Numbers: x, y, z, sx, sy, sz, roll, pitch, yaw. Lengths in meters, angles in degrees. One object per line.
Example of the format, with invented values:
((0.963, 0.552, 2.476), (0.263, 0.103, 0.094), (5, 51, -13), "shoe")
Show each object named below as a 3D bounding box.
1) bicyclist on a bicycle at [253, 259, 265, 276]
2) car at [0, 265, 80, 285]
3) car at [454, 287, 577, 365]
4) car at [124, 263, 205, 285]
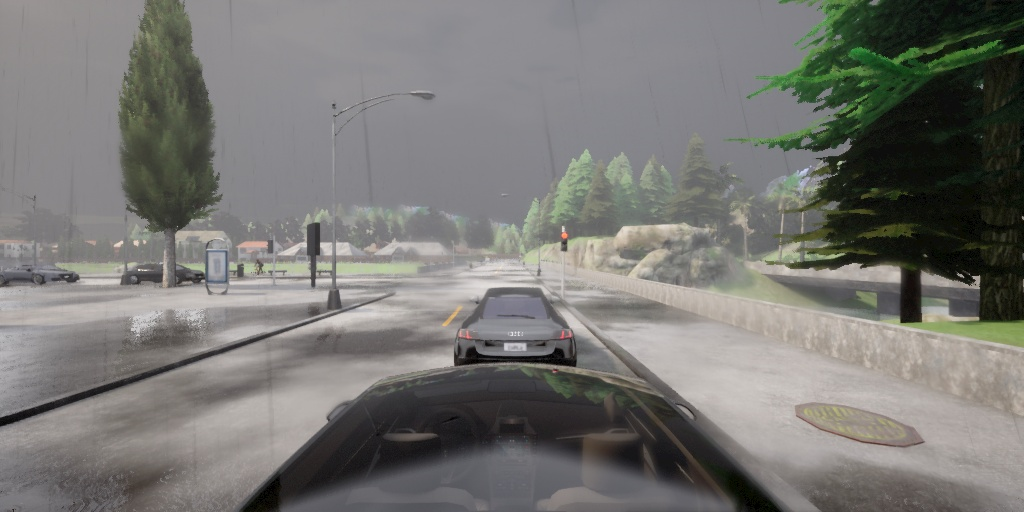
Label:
((-24.100, 1.099, 34.130), (0.582, 1.620, 1.656), (0, 0, 0), "bicyclist on a bicycle")
((-33.957, 1.314, 25.740), (4.181, 1.385, 1.994), (0, 0, 0), "car")
((0.063, 1.314, 7.307), (1.994, 1.385, 4.181), (0, 0, 0), "car")
((-24.829, 1.255, 25.732), (4.892, 1.490, 1.837), (0, 0, 0), "car")
